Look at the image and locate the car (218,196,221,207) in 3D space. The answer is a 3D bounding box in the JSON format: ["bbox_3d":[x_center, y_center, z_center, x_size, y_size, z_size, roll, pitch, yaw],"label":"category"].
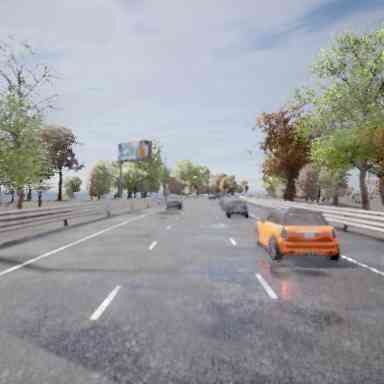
[{"bbox_3d":[4.548,1.602,41.584,2.033,1.411,5.357,0,0,3],"label":"car"}]

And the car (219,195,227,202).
[{"bbox_3d":[8.029,1.634,84.950,1.882,1.535,5.008,0,0,6],"label":"car"}]

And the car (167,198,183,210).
[{"bbox_3d":[-2.232,1.529,44.276,2.128,1.511,4.902,0,0,3],"label":"car"}]

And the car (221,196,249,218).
[{"bbox_3d":[4.057,1.470,30.718,2.033,1.649,4.856,0,0,2],"label":"car"}]

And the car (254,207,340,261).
[{"bbox_3d":[3.697,1.373,12.509,2.097,1.767,4.553,0,0,1],"label":"car"}]

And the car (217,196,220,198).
[{"bbox_3d":[5.193,1.674,52.472,1.895,1.301,4.718,0,0,4],"label":"car"}]

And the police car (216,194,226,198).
[{"bbox_3d":[5.985,1.601,63.291,2.038,1.542,4.974,0,0,5],"label":"police car"}]
